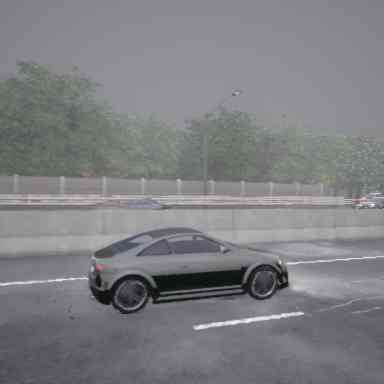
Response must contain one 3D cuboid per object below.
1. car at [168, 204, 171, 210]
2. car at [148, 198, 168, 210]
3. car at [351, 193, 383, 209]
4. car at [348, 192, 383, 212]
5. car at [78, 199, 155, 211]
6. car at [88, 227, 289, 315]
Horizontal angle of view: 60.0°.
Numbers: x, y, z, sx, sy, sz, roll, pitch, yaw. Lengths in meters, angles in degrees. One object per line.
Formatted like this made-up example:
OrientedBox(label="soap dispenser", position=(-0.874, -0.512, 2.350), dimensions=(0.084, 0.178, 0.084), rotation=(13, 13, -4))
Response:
OrientedBox(label="car", position=(-4.237, 1.200, 28.069), dimensions=(4.718, 1.301, 1.895), rotation=(1, 1, -20))
OrientedBox(label="car", position=(-4.268, 1.206, 24.338), dimensions=(4.181, 1.385, 1.994), rotation=(1, 1, -20))
OrientedBox(label="car", position=(18.254, 1.279, 32.374), dimensions=(4.553, 1.767, 2.097), rotation=(1, 1, -19))
OrientedBox(label="car", position=(20.332, 1.143, 36.800), dimensions=(5.566, 2.045, 2.150), rotation=(1, 1, -19))
OrientedBox(label="car", position=(-4.509, 1.250, 16.817), dimensions=(4.674, 1.442, 1.812), rotation=(1, 1, -20))
OrientedBox(label="car", position=(-0.051, 1.473, 7.159), dimensions=(4.181, 1.385, 1.994), rotation=(1, 1, -20))
